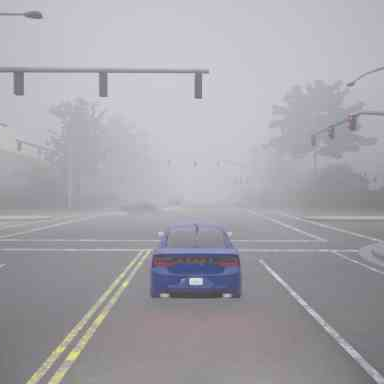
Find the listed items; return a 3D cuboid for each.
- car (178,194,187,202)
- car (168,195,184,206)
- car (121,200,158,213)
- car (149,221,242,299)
[{"bbox_3d":[-2.563,1.564,67.896,1.994,1.385,4.181,0,0,1],"label":"car"},{"bbox_3d":[-2.761,1.601,53.517,1.895,1.301,4.718,0,0,1],"label":"car"},{"bbox_3d":[-5.827,1.564,37.077,1.994,1.385,4.181,1,0,43],"label":"car"},{"bbox_3d":[0.086,1.478,8.537,1.882,1.535,5.008,0,0,0],"label":"car"}]
